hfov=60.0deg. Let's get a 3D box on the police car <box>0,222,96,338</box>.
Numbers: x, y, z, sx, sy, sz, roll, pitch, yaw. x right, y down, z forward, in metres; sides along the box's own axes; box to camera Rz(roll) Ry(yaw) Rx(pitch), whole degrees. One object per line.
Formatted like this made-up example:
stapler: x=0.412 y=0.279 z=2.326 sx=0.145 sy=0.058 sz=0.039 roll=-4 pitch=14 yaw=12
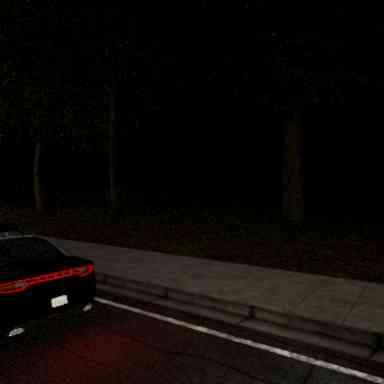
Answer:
police car: x=-4.081 y=1.424 z=6.471 sx=5.238 sy=1.638 sz=1.930 roll=0 pitch=0 yaw=35
